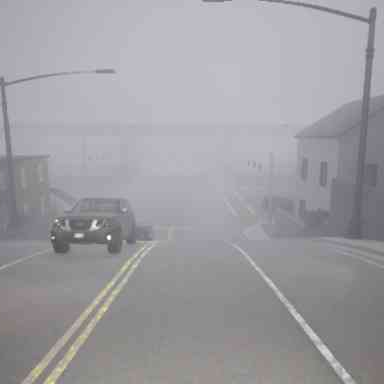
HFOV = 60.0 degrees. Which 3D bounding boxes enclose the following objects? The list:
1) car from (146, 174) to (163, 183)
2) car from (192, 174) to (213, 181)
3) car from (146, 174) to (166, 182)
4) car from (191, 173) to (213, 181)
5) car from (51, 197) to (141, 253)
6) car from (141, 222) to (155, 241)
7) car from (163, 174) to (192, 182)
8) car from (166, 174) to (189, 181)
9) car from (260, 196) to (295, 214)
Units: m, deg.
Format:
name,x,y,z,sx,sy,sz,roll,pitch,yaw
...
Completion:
name,x,y,z,sx,sy,sz,roll,pitch,yaw
car,-7.790,-3.008,72.323,4.974,1.542,2.038,9,13,43
car,2.184,-3.141,73.121,4.974,1.542,2.038,5,11,28
car,-7.828,-3.170,72.332,4.536,1.218,1.853,9,13,43
car,2.138,-3.301,73.119,4.536,1.218,1.853,5,11,28
car,-3.635,1.213,13.382,2.150,2.045,5.566,0,-4,-1
car,-3.765,2.826,23.597,1.882,1.535,5.008,0,-11,-1
car,-3.182,-3.012,72.337,4.974,1.542,2.038,-7,12,-36
car,-3.140,-3.172,72.342,4.536,1.218,1.853,-7,12,-36
car,11.664,1.597,42.817,5.566,2.045,2.150,1,9,1
